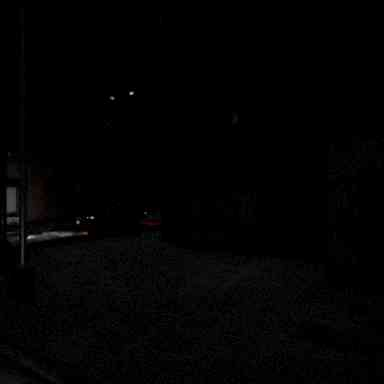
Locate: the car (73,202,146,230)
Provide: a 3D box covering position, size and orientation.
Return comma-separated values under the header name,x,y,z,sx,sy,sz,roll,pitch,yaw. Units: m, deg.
name,x,y,z,sx,sy,sz,roll,pitch,yaw
car,-4.882,1.388,20.261,2.128,1.511,4.902,0,0,34
